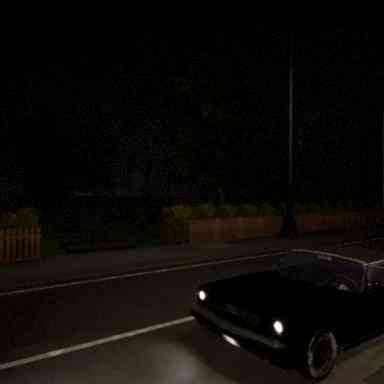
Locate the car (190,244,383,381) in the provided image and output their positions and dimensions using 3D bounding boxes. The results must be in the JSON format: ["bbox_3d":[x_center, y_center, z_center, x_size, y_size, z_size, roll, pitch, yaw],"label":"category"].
[{"bbox_3d":[2.314,1.652,5.636,4.718,1.301,1.895,1,0,-35],"label":"car"}]
